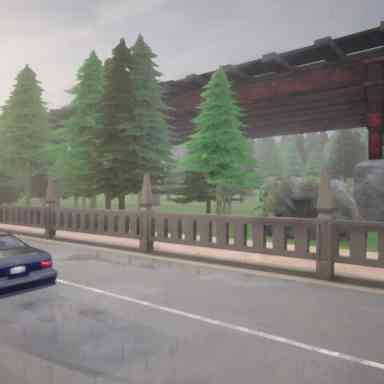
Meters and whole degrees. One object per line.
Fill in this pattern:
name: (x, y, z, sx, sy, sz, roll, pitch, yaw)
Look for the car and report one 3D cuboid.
car: (-5.385, 1.545, 7.850, 5.357, 1.411, 2.033, 0, 0, 36)
